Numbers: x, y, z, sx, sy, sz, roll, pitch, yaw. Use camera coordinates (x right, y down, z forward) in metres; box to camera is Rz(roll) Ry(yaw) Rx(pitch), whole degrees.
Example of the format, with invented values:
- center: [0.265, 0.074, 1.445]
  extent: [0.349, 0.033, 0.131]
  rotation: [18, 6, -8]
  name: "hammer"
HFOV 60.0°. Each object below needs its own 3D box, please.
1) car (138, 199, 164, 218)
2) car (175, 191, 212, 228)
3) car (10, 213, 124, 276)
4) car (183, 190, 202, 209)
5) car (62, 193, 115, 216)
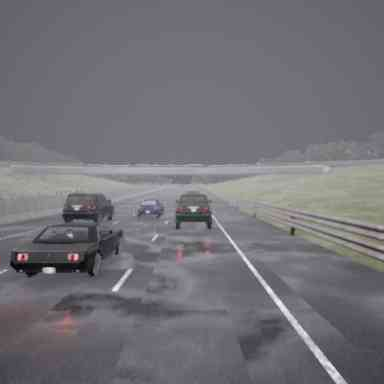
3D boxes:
- center: [-3.405, 1.337, 27.910]
  extent: [1.812, 1.442, 4.674]
  rotation: [0, 1, 0]
  name: "car"
- center: [0.095, 1.092, 21.245]
  extent: [2.150, 2.045, 5.566]
  rotation: [0, 0, 0]
  name: "car"
- center: [-3.402, 1.563, 10.145]
  extent: [1.895, 1.301, 4.718]
  rotation: [0, 0, 0]
  name: "car"
- center: [0.092, 0.859, 40.069]
  extent: [2.150, 2.045, 5.566]
  rotation: [0, 1, 0]
  name: "car"
- center: [-6.893, 1.080, 22.627]
  extent: [2.150, 2.045, 5.566]
  rotation: [0, 0, 0]
  name: "car"
